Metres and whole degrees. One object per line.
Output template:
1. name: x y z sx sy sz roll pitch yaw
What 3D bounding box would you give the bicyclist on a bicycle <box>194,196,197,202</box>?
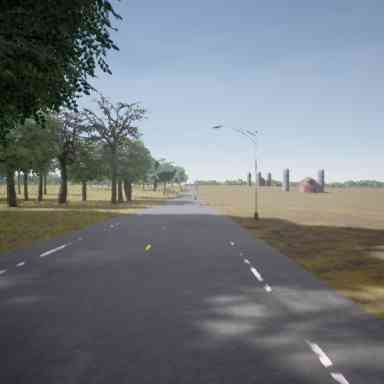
1. bicyclist on a bicycle: 0.989 1.890 90.262 0.659 1.776 1.843 2 0 0
